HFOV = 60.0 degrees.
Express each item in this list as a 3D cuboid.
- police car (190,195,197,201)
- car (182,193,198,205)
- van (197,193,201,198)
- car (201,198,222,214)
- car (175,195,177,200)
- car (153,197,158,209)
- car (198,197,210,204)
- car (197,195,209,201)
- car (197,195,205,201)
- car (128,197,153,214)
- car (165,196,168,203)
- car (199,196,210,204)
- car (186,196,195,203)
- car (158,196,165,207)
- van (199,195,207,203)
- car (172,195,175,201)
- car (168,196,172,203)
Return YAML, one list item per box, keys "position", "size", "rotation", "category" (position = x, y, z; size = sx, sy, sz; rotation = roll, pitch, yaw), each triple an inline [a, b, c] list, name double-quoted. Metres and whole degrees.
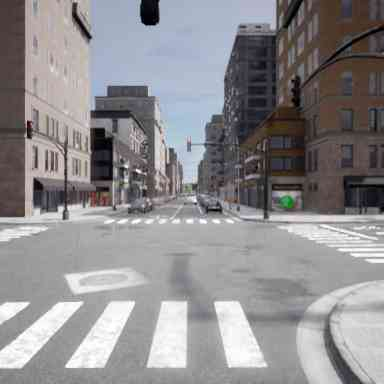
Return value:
- position: [0.467, 1.563, 90.153]
  size: [1.930, 1.638, 5.238]
  rotation: [0, 0, 0]
  category: "police car"
- position: [-0.264, 1.284, 59.259]
  size: [2.150, 2.045, 5.566]
  rotation: [0, 0, -1]
  category: "car"
- position: [2.283, 1.401, 58.119]
  size: [1.690, 1.788, 3.998]
  rotation: [0, 0, 0]
  category: "van"
- position: [2.287, 1.592, 36.075]
  size: [1.947, 1.339, 4.313]
  rotation: [0, 0, 0]
  category: "car"
- position: [-5.747, 1.685, 91.182]
  size: [1.887, 1.381, 4.507]
  rotation: [0, 0, 0]
  category: "car"
- position: [-5.739, 1.473, 41.585]
  size: [1.967, 1.590, 4.097]
  rotation: [0, 0, 0]
  category: "car"
- position: [2.282, 1.622, 63.630]
  size: [2.008, 1.369, 4.403]
  rotation: [0, 0, 0]
  category: "car"
- position: [2.284, 1.616, 52.608]
  size: [1.947, 1.339, 4.313]
  rotation: [0, 0, 0]
  category: "car"
- position: [2.279, 1.566, 85.673]
  size: [1.967, 1.590, 4.097]
  rotation: [0, 0, 0]
  category: "car"
- position: [-5.738, 1.466, 36.075]
  size: [1.967, 1.590, 4.097]
  rotation: [0, 0, 0]
  category: "car"
- position: [-5.742, 1.611, 58.117]
  size: [2.008, 1.369, 4.403]
  rotation: [0, 0, 0]
  category: "car"
- position: [2.285, 1.623, 47.098]
  size: [1.802, 1.307, 4.206]
  rotation: [0, 0, 0]
  category: "car"
- position: [-0.349, 1.635, 73.414]
  size: [2.033, 1.411, 5.357]
  rotation: [0, 0, 0]
  category: "car"
- position: [-5.741, 1.632, 52.607]
  size: [1.802, 1.307, 4.206]
  rotation: [0, 0, 0]
  category: "car"
- position: [2.281, 1.426, 69.141]
  size: [1.690, 1.788, 3.998]
  rotation: [0, 0, 0]
  category: "van"
- position: [-5.745, 1.663, 80.160]
  size: [2.008, 1.369, 4.403]
  rotation: [0, 0, 0]
  category: "car"
- position: [-5.744, 1.524, 69.139]
  size: [1.967, 1.590, 4.097]
  rotation: [0, 0, 0]
  category: "car"
